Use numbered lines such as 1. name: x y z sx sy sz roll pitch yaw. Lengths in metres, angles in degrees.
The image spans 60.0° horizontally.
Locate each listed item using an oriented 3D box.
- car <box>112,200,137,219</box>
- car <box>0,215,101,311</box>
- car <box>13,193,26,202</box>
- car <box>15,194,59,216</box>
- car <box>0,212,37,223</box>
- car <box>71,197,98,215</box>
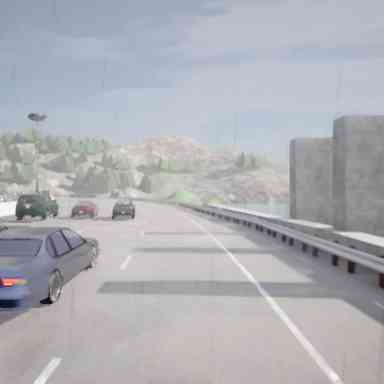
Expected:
1. car: -5.833 1.453 28.917 2.128 1.511 4.902 0 0 -8
2. car: -3.688 1.542 7.989 2.033 1.411 5.357 0 0 -2
3. car: -35.409 1.132 68.479 2.097 1.767 4.553 0 0 -23
4. car: -12.666 1.202 27.473 2.150 2.045 5.566 0 0 -9
5. car: -7.387 1.597 11.467 1.895 1.301 4.718 0 0 -4
6. car: -9.511 1.494 29.659 1.812 1.442 4.674 0 0 -9
